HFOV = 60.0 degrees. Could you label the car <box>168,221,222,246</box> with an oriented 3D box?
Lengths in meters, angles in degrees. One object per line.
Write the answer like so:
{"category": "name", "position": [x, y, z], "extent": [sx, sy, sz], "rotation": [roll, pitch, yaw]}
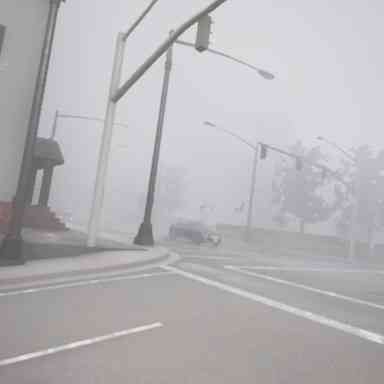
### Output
{"category": "car", "position": [0.151, 2.929, 23.927], "extent": [2.128, 1.511, 4.902], "rotation": [11, -6, -35]}

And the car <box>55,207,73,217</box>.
{"category": "car", "position": [-19.910, 3.035, 51.572], "extent": [1.812, 1.442, 4.674], "rotation": [11, -7, -35]}
